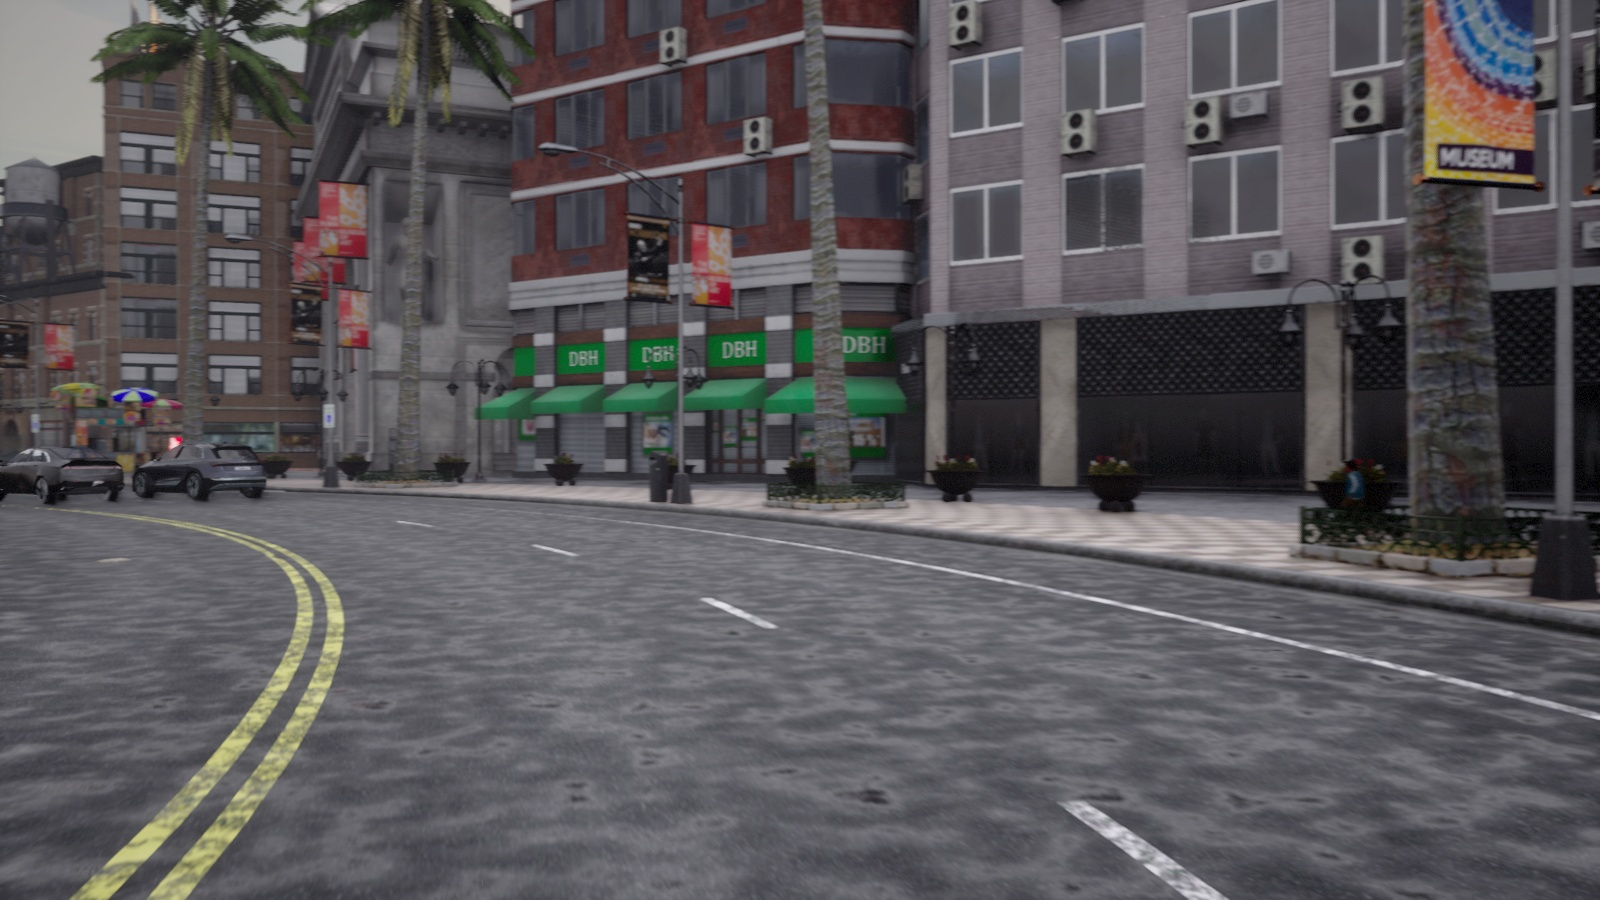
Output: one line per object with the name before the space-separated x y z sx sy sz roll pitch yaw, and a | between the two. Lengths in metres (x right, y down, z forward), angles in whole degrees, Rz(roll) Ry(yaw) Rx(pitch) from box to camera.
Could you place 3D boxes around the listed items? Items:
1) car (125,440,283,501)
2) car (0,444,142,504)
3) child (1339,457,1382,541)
car | -17.282 0.552 36.329 4.856 1.649 2.033 0 0 36
car | -20.165 0.587 34.075 4.902 1.511 2.128 0 0 36
child | 8.145 0.705 18.252 0.343 1.192 0.448 0 0 -30
